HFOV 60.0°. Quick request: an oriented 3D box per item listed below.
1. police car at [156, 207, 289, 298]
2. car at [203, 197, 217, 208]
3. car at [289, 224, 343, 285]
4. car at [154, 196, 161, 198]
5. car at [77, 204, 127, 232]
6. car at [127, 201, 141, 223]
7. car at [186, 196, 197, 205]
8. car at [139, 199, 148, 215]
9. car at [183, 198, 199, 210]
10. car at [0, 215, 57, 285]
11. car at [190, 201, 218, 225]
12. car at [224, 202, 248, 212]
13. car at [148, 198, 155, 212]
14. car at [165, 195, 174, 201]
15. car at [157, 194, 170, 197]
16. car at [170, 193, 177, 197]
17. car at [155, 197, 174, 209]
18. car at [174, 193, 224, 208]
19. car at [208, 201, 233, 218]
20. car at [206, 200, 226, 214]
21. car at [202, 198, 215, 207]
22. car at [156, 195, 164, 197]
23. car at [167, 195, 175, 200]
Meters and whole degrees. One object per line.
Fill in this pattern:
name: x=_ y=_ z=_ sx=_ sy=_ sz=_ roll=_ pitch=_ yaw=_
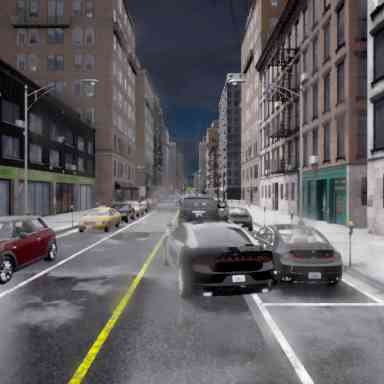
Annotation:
police car: x=0.362 y=1.424 z=8.790 sx=1.930 sy=1.638 sz=5.238 roll=0 pitch=0 yaw=-12
car: x=2.527 y=1.515 z=47.341 sx=1.752 sy=1.417 sz=4.829 roll=0 pitch=0 yaw=0
car: x=2.617 y=1.550 z=9.282 sx=2.008 sy=1.369 sz=4.403 roll=0 pitch=0 yaw=0
car: x=-5.485 y=1.544 z=41.748 sx=2.008 sy=1.369 sz=4.403 roll=0 pitch=0 yaw=0
car: x=-5.433 y=1.524 z=19.927 sx=1.752 sy=1.417 sz=4.829 roll=0 pitch=0 yaw=0
car: x=-5.447 y=1.564 z=25.510 sx=1.947 sy=1.339 sz=4.313 roll=0 pitch=0 yaw=0
car: x=-0.140 y=1.507 z=59.349 sx=1.812 sy=1.442 sz=4.674 roll=0 pitch=0 yaw=0
car: x=-5.459 y=1.523 z=30.753 sx=1.752 sy=1.417 sz=4.829 roll=0 pitch=0 yaw=0
car: x=-0.095 y=1.539 z=45.325 sx=2.033 sy=1.411 sz=5.357 roll=0 pitch=0 yaw=0
car: x=-5.408 y=1.440 z=9.272 sx=1.967 sy=1.590 sz=4.097 roll=0 pitch=0 yaw=0
car: x=0.768 y=1.476 z=24.806 sx=1.882 sy=1.535 sz=5.008 roll=0 pitch=0 yaw=0
car: x=2.591 y=1.549 z=20.107 sx=2.008 sy=1.369 sz=4.403 roll=0 pitch=0 yaw=0
car: x=-5.472 y=1.578 z=36.336 sx=1.802 sy=1.307 sz=4.206 roll=0 pitch=0 yaw=0
car: x=-5.587 y=1.513 z=84.450 sx=2.008 sy=1.369 sz=4.403 roll=0 pitch=0 yaw=0
car: x=-5.524 y=1.297 z=57.986 sx=2.192 sy=1.841 sz=5.009 roll=0 pitch=0 yaw=0
car: x=-2.895 y=1.472 z=61.129 sx=2.128 sy=1.511 sz=4.902 roll=0 pitch=0 yaw=0
car: x=-2.937 y=1.596 z=37.959 sx=1.895 sy=1.301 sz=4.718 roll=0 pitch=0 yaw=0
car: x=0.439 y=1.221 z=18.875 sx=2.150 sy=2.045 sz=5.566 roll=0 pitch=0 yaw=2
car: x=2.566 y=1.563 z=30.933 sx=1.947 sy=1.339 sz=4.313 roll=0 pitch=0 yaw=0
car: x=2.553 y=1.562 z=36.345 sx=1.947 sy=1.339 sz=4.313 roll=0 pitch=0 yaw=0
car: x=2.514 y=1.568 z=52.584 sx=1.802 sy=1.307 sz=4.206 roll=0 pitch=0 yaw=0
car: x=-5.498 y=1.541 z=47.161 sx=2.008 sy=1.369 sz=4.403 roll=0 pitch=0 yaw=0
car: x=-5.600 y=1.502 z=89.904 sx=1.887 sy=1.381 sz=4.507 roll=0 pitch=0 yaw=0
